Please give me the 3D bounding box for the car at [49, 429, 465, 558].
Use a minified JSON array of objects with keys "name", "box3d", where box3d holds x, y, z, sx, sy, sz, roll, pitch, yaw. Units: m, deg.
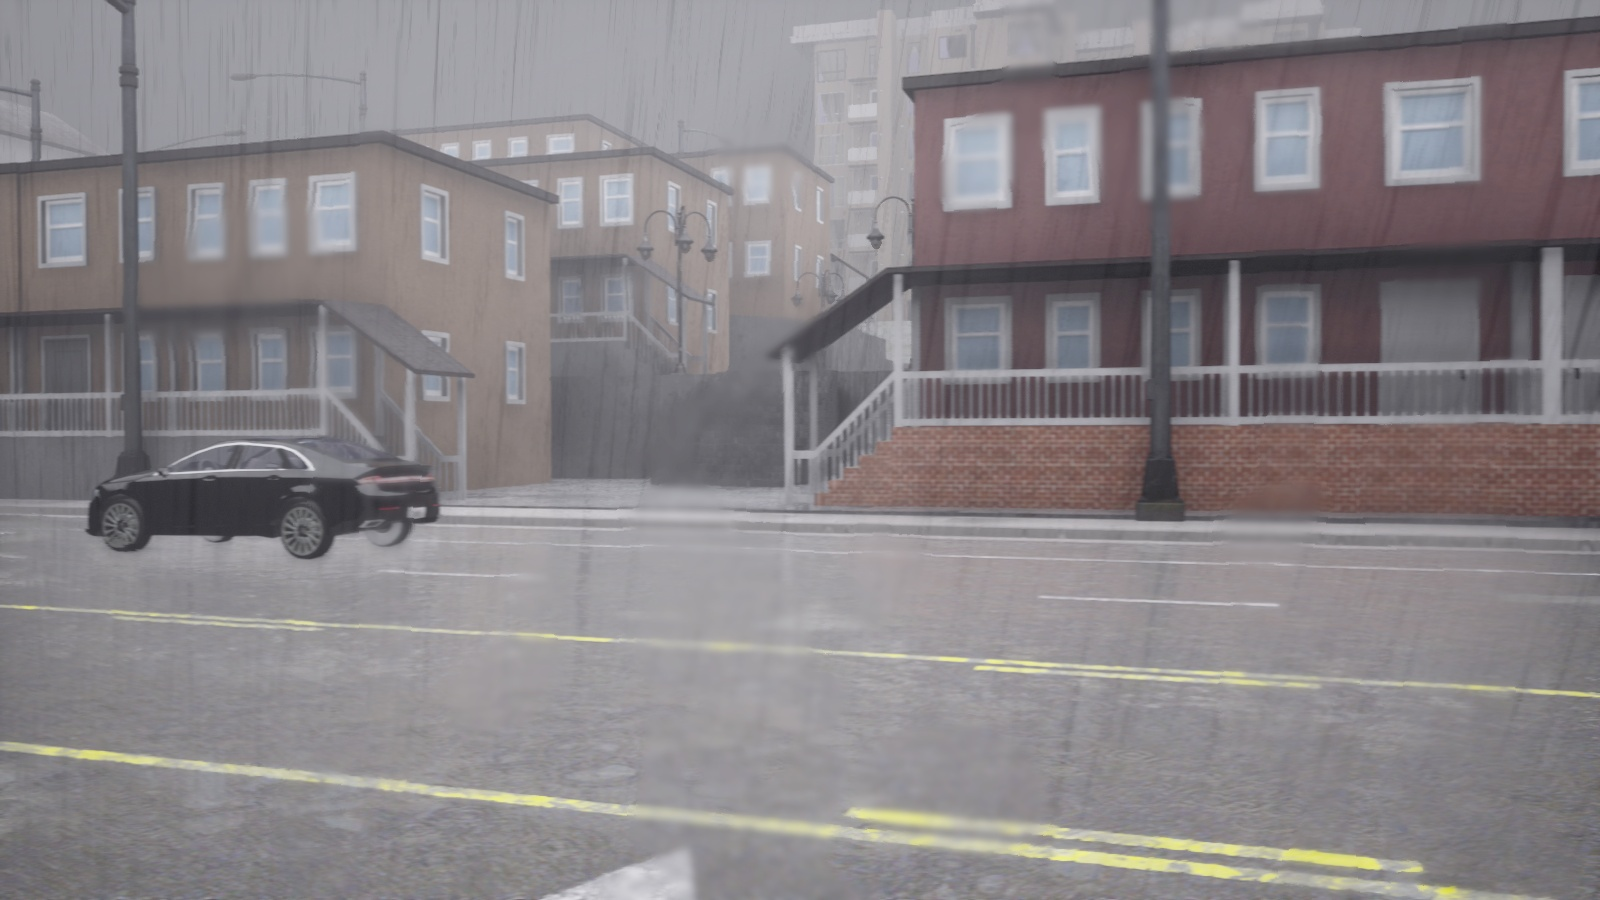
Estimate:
[{"name":"car","box3d":[-7.179,0.488,16.690,4.902,1.511,2.128,1,1,19]}]
